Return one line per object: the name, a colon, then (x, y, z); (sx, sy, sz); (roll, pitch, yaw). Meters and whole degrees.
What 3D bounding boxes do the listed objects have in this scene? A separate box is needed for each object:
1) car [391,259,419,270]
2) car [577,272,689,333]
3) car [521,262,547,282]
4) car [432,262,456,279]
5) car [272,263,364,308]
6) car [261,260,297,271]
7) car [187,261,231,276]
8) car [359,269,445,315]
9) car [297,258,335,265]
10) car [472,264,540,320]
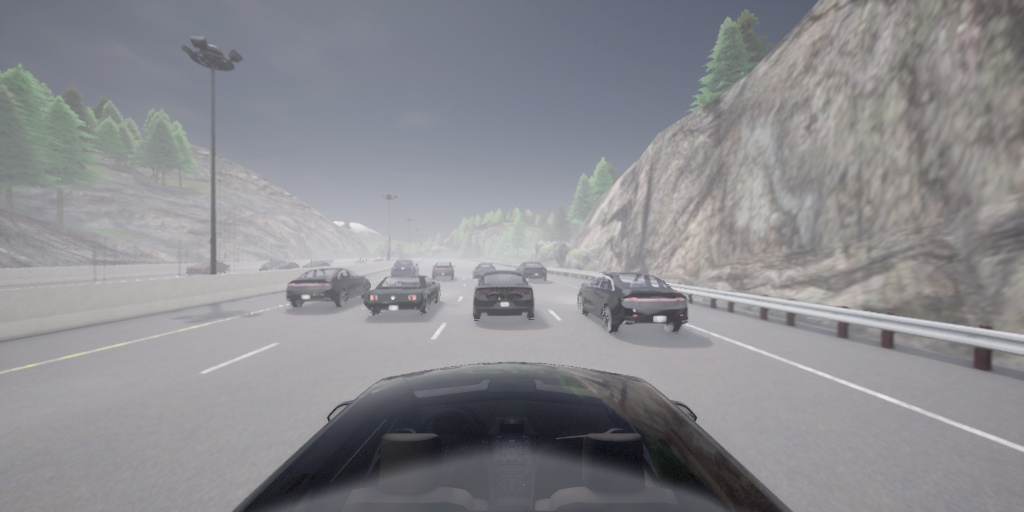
car: (-9.849, 1.095, 33.291); (2.097, 1.767, 4.553); (0, 0, -10)
car: (3.269, 1.226, 10.620); (2.128, 1.511, 4.902); (0, 0, -3)
car: (1.475, 1.200, 28.987); (1.882, 1.535, 5.008); (0, 0, -8)
car: (-5.978, 1.228, 31.432); (2.128, 1.511, 4.902); (0, 0, -9)
car: (-7.539, 1.246, 15.214); (2.128, 1.511, 4.902); (0, 0, -4)
car: (-25.529, 1.261, 40.209); (2.128, 1.511, 4.902); (0, 0, -11)
car: (-32.288, 1.265, 38.309); (1.882, 1.535, 5.008); (0, 0, -11)
car: (-3.887, 1.349, 13.577); (1.895, 1.301, 4.718); (0, 0, -4)
car: (-22.047, 1.240, 40.634); (1.882, 1.535, 5.008); (0, 0, -11)
car: (-0.349, 1.219, 12.655); (1.882, 1.535, 5.008); (0, 0, -3)
